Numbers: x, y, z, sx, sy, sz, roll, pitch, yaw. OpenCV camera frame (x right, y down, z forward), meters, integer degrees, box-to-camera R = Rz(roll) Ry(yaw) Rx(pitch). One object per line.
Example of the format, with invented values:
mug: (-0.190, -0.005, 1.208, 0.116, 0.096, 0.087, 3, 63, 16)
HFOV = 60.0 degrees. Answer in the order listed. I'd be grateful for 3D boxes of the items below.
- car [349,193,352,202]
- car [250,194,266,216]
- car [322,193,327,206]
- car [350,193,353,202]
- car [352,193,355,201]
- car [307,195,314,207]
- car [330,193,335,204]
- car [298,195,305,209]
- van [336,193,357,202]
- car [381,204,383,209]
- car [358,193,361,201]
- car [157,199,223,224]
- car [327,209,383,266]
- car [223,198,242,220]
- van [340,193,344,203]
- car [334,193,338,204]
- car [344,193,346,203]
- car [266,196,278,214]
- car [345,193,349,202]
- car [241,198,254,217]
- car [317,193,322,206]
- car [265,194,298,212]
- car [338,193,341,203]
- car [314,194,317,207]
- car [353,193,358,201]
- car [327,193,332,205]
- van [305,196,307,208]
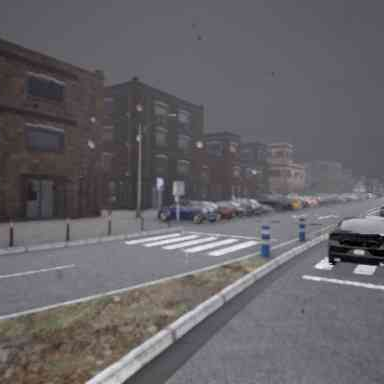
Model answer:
car: (30.414, 1.484, 70.478, 4.892, 1.521, 2.231, 1, 0, 34)
car: (4.237, 1.342, 31.593, 4.553, 1.767, 2.185, 1, 0, 34)
car: (18.109, 1.320, 52.174, 4.553, 1.767, 2.185, 1, 0, 34)
car: (31.926, 1.522, 72.785, 4.792, 1.488, 2.163, 1, 0, 34)
car: (33.488, 1.543, 75.056, 4.674, 1.452, 2.002, 1, 0, 34)
car: (13.455, 1.450, 45.336, 5.008, 1.535, 2.097, 1, 0, 34)
car: (21.169, 1.449, 56.762, 4.892, 1.521, 2.231, 1, 0, 34)
car: (10.531, 1.455, 40.657, 5.366, 1.575, 1.946, 1, 0, 34)
van: (38.019, 1.316, 81.979, 4.442, 1.987, 1.878, 1, 0, 34)
car: (17.535, 1.586, 28.911, 2.128, 1.511, 4.902, 1, 0, 34)
car: (36.551, 1.277, 79.643, 5.566, 2.045, 2.435, 1, 0, 34)
car: (-0.388, 1.328, 24.730, 4.553, 1.767, 2.185, 1, 0, 34)
car: (5.932, 1.532, 11.344, 1.882, 1.535, 5.008, 0, 0, 31)
car: (1.124, 1.461, 27.042, 5.008, 1.535, 2.097, 1, 0, 34)
van: (25.955, 1.237, 63.659, 4.442, 1.987, 1.878, 1, 0, 34)
car: (22.710, 1.453, 59.048, 4.892, 1.521, 2.231, 1, 0, 34)
car: (27.329, 1.507, 65.908, 4.674, 1.452, 2.002, 1, 0, 34)
car: (5.749, 1.469, 33.905, 4.892, 1.521, 2.231, 1, 0, 34)
car: (28.715, 1.470, 68.300, 5.366, 1.575, 1.946, 1, 0, 34)
car: (2.671, 1.504, 29.323, 4.674, 1.452, 2.002, 1, 0, 34)
car: (16.516, 1.320, 49.922, 4.553, 1.767, 2.185, 1, 0, 34)
car: (8.814, 1.209, 38.488, 5.566, 2.045, 2.435, 1, 0, 34)
car: (24.251, 1.457, 61.333, 4.892, 1.521, 2.231, 1, 0, 34)
car: (14.975, 1.321, 47.636, 4.553, 1.767, 2.185, 1, 0, 34)
car: (35.028, 1.515, 77.345, 5.008, 1.535, 2.097, 1, 0, 34)
car: (19.628, 1.448, 54.475, 4.892, 1.521, 2.231, 1, 0, 34)
van: (12.016, 1.228, 42.980, 4.442, 1.987, 1.878, 1, 0, 34)
